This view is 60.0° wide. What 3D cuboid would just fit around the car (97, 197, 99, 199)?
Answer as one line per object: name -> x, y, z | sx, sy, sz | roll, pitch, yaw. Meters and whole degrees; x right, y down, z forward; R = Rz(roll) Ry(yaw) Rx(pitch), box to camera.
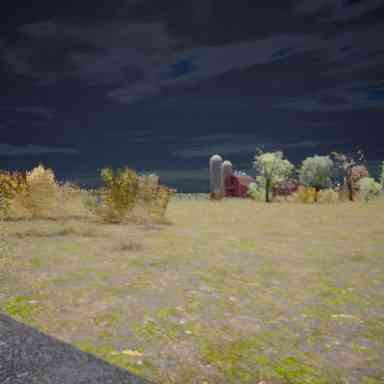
car -> -17.922, 1.432, 68.869 | 1.994, 1.385, 4.181 | -1, -1, 36
